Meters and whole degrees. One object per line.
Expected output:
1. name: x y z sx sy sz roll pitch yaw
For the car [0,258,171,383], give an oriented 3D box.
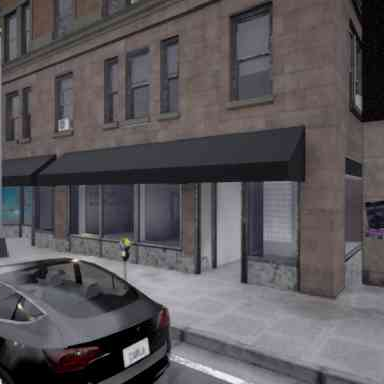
1. car: -2.222 1.568 4.389 4.313 1.339 1.947 0 0 35
